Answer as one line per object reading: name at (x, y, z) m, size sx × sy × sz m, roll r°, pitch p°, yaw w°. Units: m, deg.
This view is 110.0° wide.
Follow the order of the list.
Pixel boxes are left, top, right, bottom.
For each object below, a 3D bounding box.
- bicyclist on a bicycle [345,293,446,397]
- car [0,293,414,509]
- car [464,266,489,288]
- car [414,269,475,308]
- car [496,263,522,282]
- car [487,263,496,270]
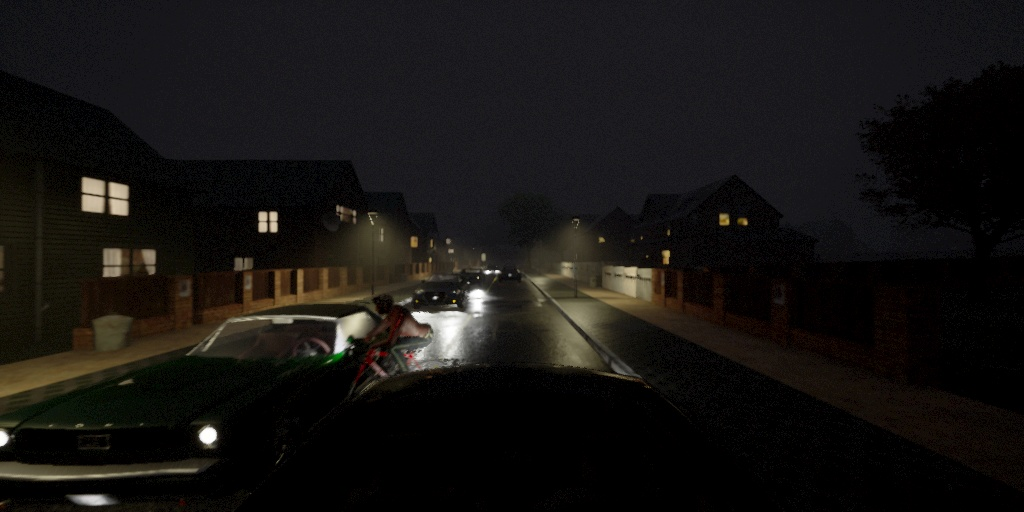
bicyclist on a bicycle at (-1.520, 1.257, 4.576) m, size 1.656 × 1.620 × 0.582 m, roll 2°, pitch 14°, yaw -25°
car at (-2.894, 1.373, 4.655) m, size 1.895 × 1.301 × 4.718 m, roll 0°, pitch 0°, yaw -1°
car at (-3.001, 1.554, 26.315) m, size 1.895 × 1.301 × 4.718 m, roll 0°, pitch 0°, yaw 0°
car at (-2.944, 1.433, 15.711) m, size 1.994 × 1.385 × 4.181 m, roll 0°, pitch 0°, yaw 0°
car at (-0.159, 1.555, 31.647) m, size 1.994 × 1.385 × 4.181 m, roll 0°, pitch 0°, yaw 0°
car at (-3.262, 1.809, 61.674) m, size 1.895 × 1.301 × 4.718 m, roll 0°, pitch 0°, yaw 0°
